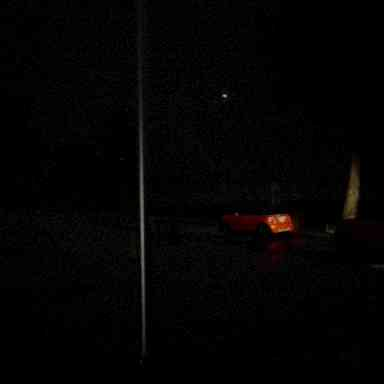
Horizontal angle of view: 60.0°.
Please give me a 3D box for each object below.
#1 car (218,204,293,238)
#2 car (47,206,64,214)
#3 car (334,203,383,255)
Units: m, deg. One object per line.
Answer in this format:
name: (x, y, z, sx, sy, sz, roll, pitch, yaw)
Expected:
car: (3.631, 1.608, 19.840, 2.097, 1.767, 4.553, -1, -1, -38)
car: (-23.775, 3.061, 57.903, 1.994, 1.385, 4.181, -1, -1, -37)
car: (7.063, 1.297, 10.949, 2.150, 2.045, 5.566, -2, -1, -10)
